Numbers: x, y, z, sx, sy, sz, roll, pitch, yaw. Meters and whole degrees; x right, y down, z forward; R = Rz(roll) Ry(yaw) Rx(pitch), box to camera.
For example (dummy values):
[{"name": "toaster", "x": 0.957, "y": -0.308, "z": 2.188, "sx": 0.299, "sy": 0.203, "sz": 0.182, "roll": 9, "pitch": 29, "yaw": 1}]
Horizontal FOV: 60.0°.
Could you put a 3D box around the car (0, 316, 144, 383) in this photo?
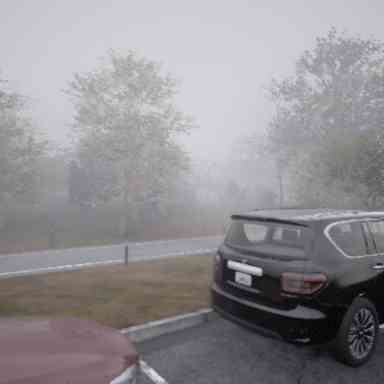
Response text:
[{"name": "car", "x": -2.583, "y": 1.539, "z": 2.213, "sx": 4.674, "sy": 1.452, "sz": 2.002, "roll": 1, "pitch": -1, "yaw": -35}]

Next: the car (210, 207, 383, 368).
[{"name": "car", "x": 2.910, "y": 1.315, "z": 6.131, "sx": 5.566, "sy": 2.045, "sz": 2.435, "roll": 1, "pitch": -1, "yaw": -35}]
